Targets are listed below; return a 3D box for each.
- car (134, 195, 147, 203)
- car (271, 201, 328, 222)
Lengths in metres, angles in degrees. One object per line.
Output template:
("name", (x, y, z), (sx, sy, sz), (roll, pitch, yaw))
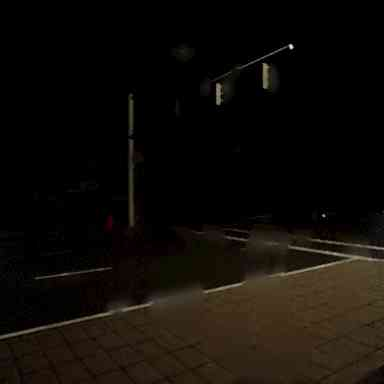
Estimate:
("car", (-10.997, 1.332, 67.655), (2.097, 1.767, 4.553), (0, 0, -35))
("car", (8.490, 1.489, 26.660), (1.837, 1.490, 4.892), (0, 0, -31))
